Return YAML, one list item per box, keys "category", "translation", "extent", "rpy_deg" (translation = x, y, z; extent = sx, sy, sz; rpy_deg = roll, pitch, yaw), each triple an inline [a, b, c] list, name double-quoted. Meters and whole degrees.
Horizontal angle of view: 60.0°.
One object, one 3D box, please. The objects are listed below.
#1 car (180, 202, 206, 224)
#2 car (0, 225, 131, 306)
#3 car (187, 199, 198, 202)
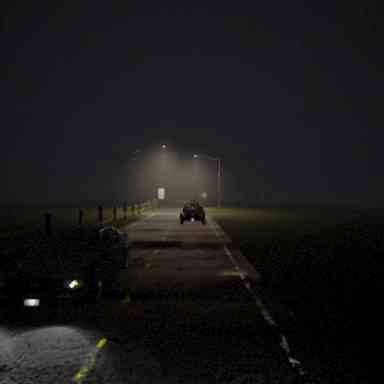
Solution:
- category: "car"
  translation: [0.066, 1.715, 26.050]
  extent: [1.895, 1.301, 4.718]
  rpy_deg: [0, 0, 0]
- category: "car"
  translation: [-2.841, 1.587, 8.565]
  extent: [2.033, 1.411, 5.357]
  rpy_deg: [0, 0, 0]
- category: "car"
  translation: [0.087, 1.683, 42.044]
  extent: [1.837, 1.490, 4.892]
  rpy_deg: [0, 0, 0]
